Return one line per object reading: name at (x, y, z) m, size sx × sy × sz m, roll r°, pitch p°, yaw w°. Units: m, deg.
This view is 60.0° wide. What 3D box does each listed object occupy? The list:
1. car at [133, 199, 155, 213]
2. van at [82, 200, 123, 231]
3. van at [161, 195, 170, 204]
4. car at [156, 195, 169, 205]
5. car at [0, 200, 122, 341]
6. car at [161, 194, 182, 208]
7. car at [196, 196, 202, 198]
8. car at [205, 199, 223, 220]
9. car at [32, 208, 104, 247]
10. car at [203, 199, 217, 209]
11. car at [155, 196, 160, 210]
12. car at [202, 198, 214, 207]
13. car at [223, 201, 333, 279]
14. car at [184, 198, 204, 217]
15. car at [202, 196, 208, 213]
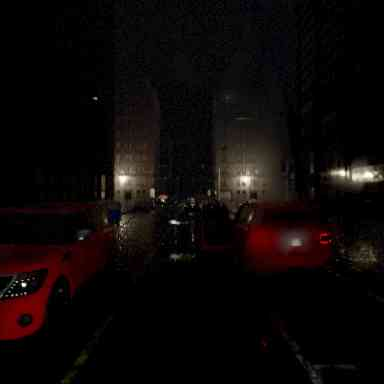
car at (-5.841, 1.767, 39.123) m, size 1.802 × 1.307 × 4.206 m, roll 0°, pitch 0°, yaw 0°
van at (-5.850, 1.458, 22.205) m, size 1.690 × 1.788 × 3.998 m, roll 0°, pitch 0°, yaw 0°
van at (-5.826, 1.637, 72.966) m, size 1.690 × 1.788 × 3.998 m, roll 0°, pitch 0°, yaw 0°
car at (-5.828, 1.594, 67.324) m, size 2.192 × 1.841 × 5.009 m, roll 0°, pitch 0°, yaw 0°
car at (-3.097, 1.260, 6.916) m, size 2.150 × 2.045 × 5.566 m, roll 0°, pitch 0°, yaw 0°
car at (-2.979, 1.378, 48.638) m, size 2.097 × 1.767 × 4.553 m, roll 0°, pitch 0°, yaw 0°
car at (0.022, 1.709, 48.909) m, size 2.128 × 1.511 × 4.902 m, roll 0°, pitch 0°, yaw 0°
car at (2.682, 1.715, 33.457) m, size 2.008 × 1.369 × 4.403 m, roll 0°, pitch 0°, yaw 0°
car at (-5.853, 1.614, 16.393) m, size 1.752 × 1.417 × 4.829 m, roll 0°, pitch 0°, yaw 0°
car at (2.690, 1.805, 50.375) m, size 1.802 × 1.307 × 4.206 m, roll 0°, pitch 0°, yaw 0°
car at (-5.839, 1.644, 44.765) m, size 1.967 × 1.590 × 4.097 m, roll 0°, pitch 0°, yaw 0°
car at (2.692, 1.786, 56.015) m, size 1.887 × 1.381 × 4.507 m, roll 0°, pitch 0°, yaw 0°
car at (2.398, 1.279, 10.396) m, size 2.150 × 2.045 × 5.566 m, roll 0°, pitch 0°, yaw 0°
car at (0.086, 1.732, 39.128) m, size 2.033 × 1.411 × 5.357 m, roll 0°, pitch 0°, yaw 0°
car at (2.687, 1.644, 44.736) m, size 1.967 × 1.590 × 4.097 m, roll 0°, pitch 0°, yaw 0°
